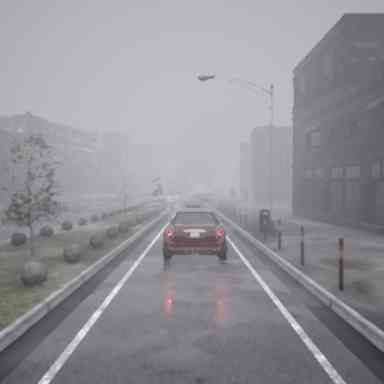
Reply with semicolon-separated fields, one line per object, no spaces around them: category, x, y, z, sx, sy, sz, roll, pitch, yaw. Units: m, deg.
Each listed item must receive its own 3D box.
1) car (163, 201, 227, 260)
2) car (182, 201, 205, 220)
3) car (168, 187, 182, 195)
car;0.094;1.375;12.612;2.097;1.767;4.553;0;0;0
car;0.094;1.558;29.340;1.837;1.490;4.892;0;0;0
car;-3.720;-0.248;74.305;2.097;1.767;4.553;1;1;14
